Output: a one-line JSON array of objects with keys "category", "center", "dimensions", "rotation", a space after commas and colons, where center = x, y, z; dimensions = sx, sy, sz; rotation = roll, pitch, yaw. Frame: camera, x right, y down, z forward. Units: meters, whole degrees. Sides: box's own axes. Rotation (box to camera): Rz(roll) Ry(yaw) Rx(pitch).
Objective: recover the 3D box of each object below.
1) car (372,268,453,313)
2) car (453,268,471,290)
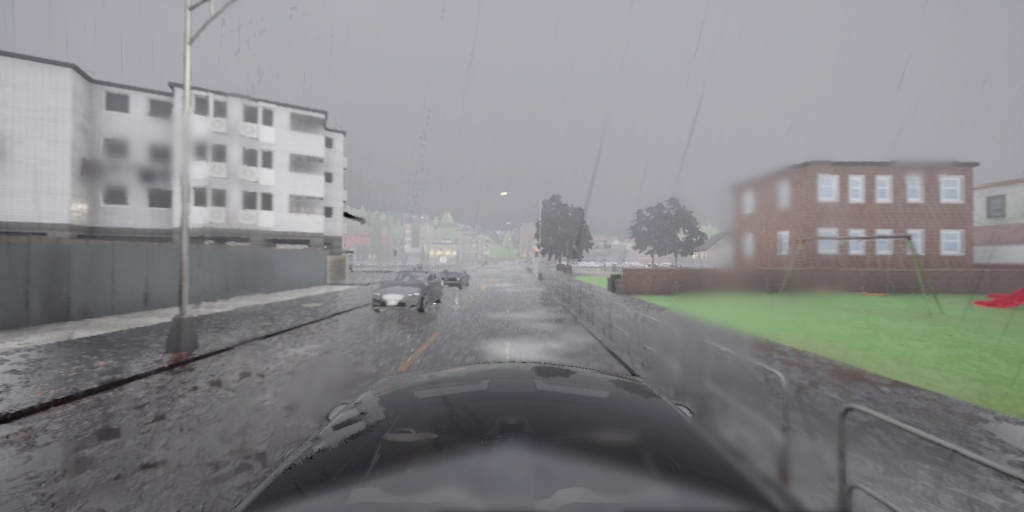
[{"category": "car", "center": [-3.978, 1.323, 14.408], "dimensions": [2.128, 1.511, 4.902], "rotation": [0, -1, 0]}, {"category": "car", "center": [-3.980, 1.504, 24.073], "dimensions": [1.895, 1.301, 4.718], "rotation": [0, 0, 1]}]
